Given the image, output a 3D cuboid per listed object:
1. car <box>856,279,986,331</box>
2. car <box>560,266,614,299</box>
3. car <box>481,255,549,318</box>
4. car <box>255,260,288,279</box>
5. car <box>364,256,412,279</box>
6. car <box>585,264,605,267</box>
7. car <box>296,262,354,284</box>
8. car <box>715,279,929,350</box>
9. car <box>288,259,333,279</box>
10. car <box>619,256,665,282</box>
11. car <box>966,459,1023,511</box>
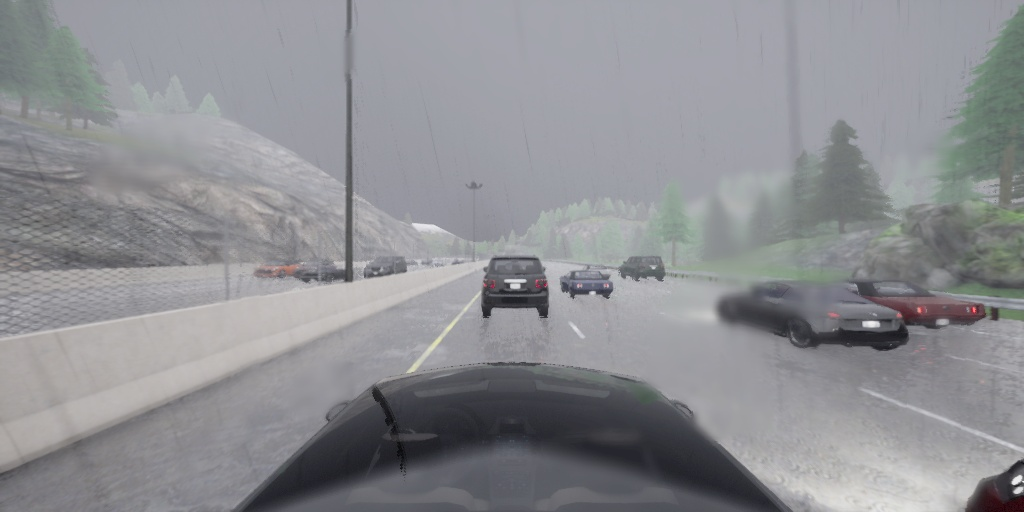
[{"bbox_3d":[10.601,1.359,11.032,1.895,1.301,4.718,0,0,0],"label":"car"},{"bbox_3d":[3.601,1.366,18.220,1.895,1.301,4.718,0,0,0],"label":"car"},{"bbox_3d":[0.102,0.982,13.247,2.150,2.045,5.566,0,0,0],"label":"car"},{"bbox_3d":[-21.093,1.131,32.765,2.097,1.767,4.553,0,0,0],"label":"car"},{"bbox_3d":[-10.598,0.999,30.631,2.150,2.045,5.566,0,0,0],"label":"car"},{"bbox_3d":[7.100,1.378,31.162,1.895,1.301,4.718,0,0,0],"label":"car"},{"bbox_3d":[-14.099,1.375,27.581,1.895,1.301,4.718,0,0,0],"label":"car"},{"bbox_3d":[7.098,1.321,9.096,1.994,1.385,4.181,0,0,0],"label":"car"},{"bbox_3d":[-17.594,1.131,32.395,2.097,1.767,4.553,0,0,0],"label":"car"},{"bbox_3d":[10.600,0.997,29.516,2.150,2.045,5.566,0,0,0],"label":"car"},{"bbox_3d":[3.591,1.313,0.254,1.994,1.385,4.181,0,0,0],"label":"car"}]
